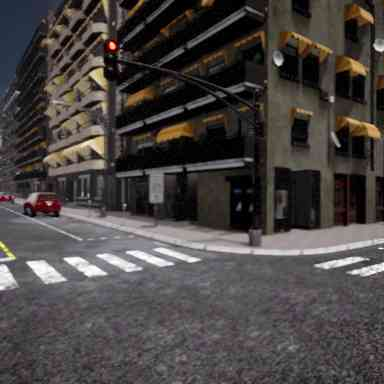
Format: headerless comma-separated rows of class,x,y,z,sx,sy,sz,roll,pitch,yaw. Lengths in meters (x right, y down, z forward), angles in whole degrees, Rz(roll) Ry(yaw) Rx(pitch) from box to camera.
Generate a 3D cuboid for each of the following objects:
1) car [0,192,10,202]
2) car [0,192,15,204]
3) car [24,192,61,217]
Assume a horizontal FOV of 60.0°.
car,-28.423,0.756,49.205,1.947,1.339,4.313,2,0,-36
car,-25.105,0.718,44.622,1.967,1.590,4.097,2,0,-36
car,-11.845,0.943,26.285,2.192,1.841,5.009,2,0,-36
